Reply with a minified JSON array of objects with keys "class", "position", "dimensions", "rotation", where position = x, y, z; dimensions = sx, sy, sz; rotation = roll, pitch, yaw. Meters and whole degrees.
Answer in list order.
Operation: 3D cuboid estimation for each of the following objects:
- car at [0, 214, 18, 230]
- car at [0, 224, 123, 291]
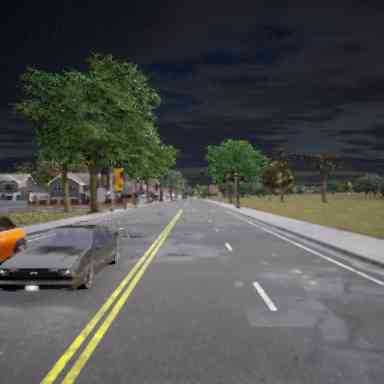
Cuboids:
[{"class":"car","position":[-6.600,1.462,9.318],"dimensions":[2.097,1.767,4.553],"rotation":[0,-1,0]},{"class":"car","position":[-3.351,1.661,9.635],"dimensions":[2.033,1.411,5.357],"rotation":[0,-1,0]}]
